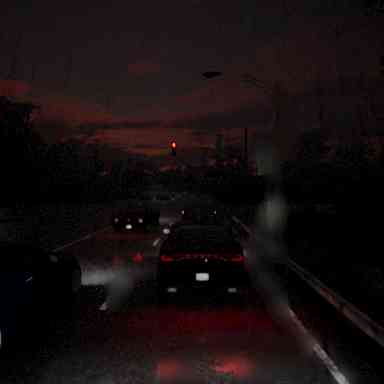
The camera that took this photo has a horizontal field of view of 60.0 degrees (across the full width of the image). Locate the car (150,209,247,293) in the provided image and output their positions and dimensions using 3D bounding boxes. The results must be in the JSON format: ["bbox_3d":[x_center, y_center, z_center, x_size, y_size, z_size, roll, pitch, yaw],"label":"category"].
[{"bbox_3d":[0.222,1.430,8.749,1.882,1.535,5.008,0,0,1],"label":"car"}]

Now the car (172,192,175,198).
[{"bbox_3d":[-5.335,0.739,81.943,1.812,1.442,4.674,0,1,1],"label":"car"}]

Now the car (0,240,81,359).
[{"bbox_3d":[-3.329,1.499,5.318,1.812,1.442,4.674,0,0,0],"label":"car"}]

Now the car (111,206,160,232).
[{"bbox_3d":[-3.086,1.475,19.275,1.895,1.301,4.718,0,0,4],"label":"car"}]

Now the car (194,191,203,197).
[{"bbox_3d":[1.769,0.629,87.220,2.033,1.411,5.357,0,1,1],"label":"car"}]

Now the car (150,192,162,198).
[{"bbox_3d":[-8.836,0.743,81.908,2.128,1.511,4.902,0,1,1],"label":"car"}]

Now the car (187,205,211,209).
[{"bbox_3d":[0.397,1.428,18.514,2.033,1.411,5.357,0,0,1],"label":"car"}]

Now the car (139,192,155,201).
[{"bbox_3d":[-9.211,0.952,65.773,1.882,1.535,5.008,0,1,2],"label":"car"}]

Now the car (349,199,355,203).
[{"bbox_3d":[23.203,1.259,44.423,4.718,1.301,1.895,0,0,-2],"label":"car"}]

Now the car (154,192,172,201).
[{"bbox_3d":[-5.713,1.037,65.827,1.994,1.385,4.181,0,1,2],"label":"car"}]

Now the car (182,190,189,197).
[{"bbox_3d":[-1.733,0.605,87.282,1.812,1.442,4.674,0,1,1],"label":"car"}]
